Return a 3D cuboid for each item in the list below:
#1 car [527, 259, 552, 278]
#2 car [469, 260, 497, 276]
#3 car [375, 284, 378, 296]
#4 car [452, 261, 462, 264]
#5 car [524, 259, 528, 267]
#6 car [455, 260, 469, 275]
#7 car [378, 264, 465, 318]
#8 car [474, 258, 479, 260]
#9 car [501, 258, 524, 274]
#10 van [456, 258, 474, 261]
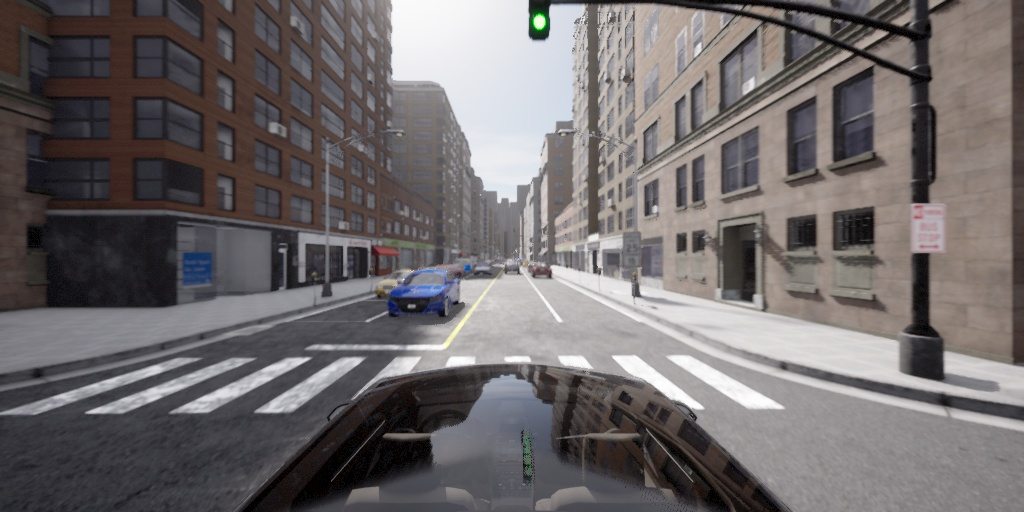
[{"bbox_3d":[2.850,1.292,35.414,1.967,1.591,4.097,0,0,0],"label":"car"},{"bbox_3d":[-3.081,1.416,39.007,2.033,1.411,5.357,0,0,0],"label":"car"},{"bbox_3d":[-5.671,1.328,18.855,1.751,1.417,4.829,0,0,0],"label":"car"},{"bbox_3d":[-5.673,1.383,29.926,1.888,1.381,4.507,0,0,0],"label":"car"},{"bbox_3d":[2.849,1.443,46.311,2.007,1.370,4.403,0,0,0],"label":"car"},{"bbox_3d":[-5.674,1.401,35.377,1.888,1.381,4.507,0,0,0],"label":"car"},{"bbox_3d":[-3.105,1.263,13.490,1.882,1.535,5.008,0,0,-1],"label":"car"},{"bbox_3d":[-5.677,1.232,51.729,2.192,1.841,5.009,0,0,0],"label":"car"},{"bbox_3d":[0.039,1.373,43.163,2.128,1.511,4.902,0,0,1],"label":"car"},{"bbox_3d":[-5.675,1.217,40.828,1.690,1.789,3.998,0,0,0],"label":"van"}]
